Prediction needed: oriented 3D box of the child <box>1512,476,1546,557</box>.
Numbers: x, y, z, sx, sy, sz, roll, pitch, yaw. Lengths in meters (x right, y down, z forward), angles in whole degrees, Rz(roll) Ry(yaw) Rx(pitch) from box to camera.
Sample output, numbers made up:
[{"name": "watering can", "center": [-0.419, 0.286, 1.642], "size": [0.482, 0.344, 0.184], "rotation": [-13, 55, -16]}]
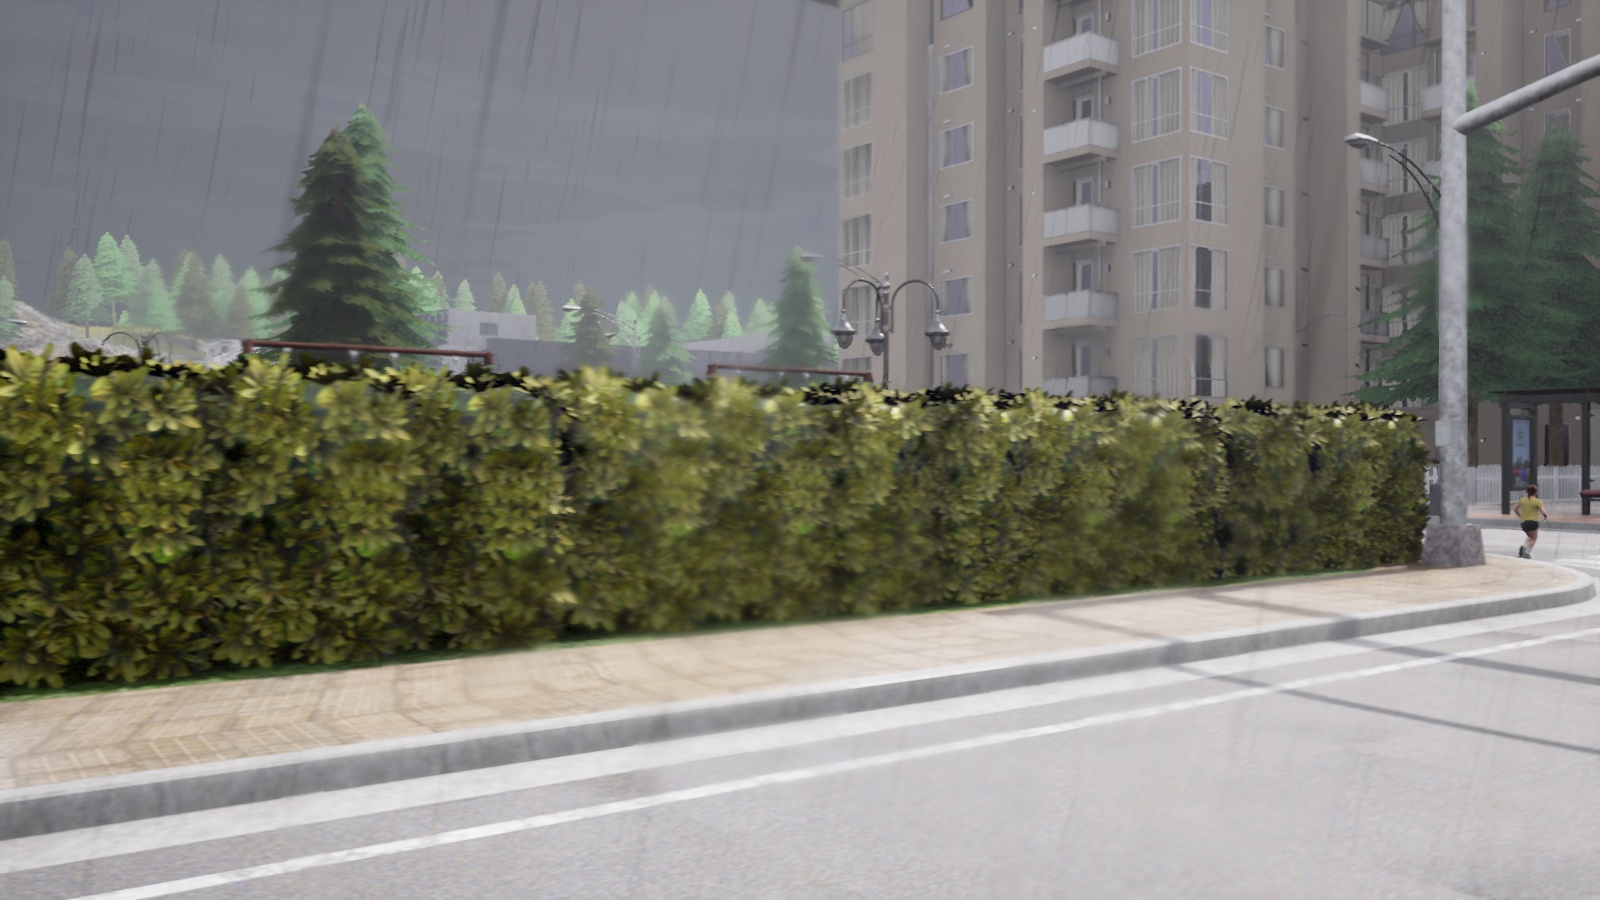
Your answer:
[{"name": "child", "center": [10.247, 0.931, 17.661], "size": [0.394, 1.110, 0.255], "rotation": [0, 0, -32]}]
